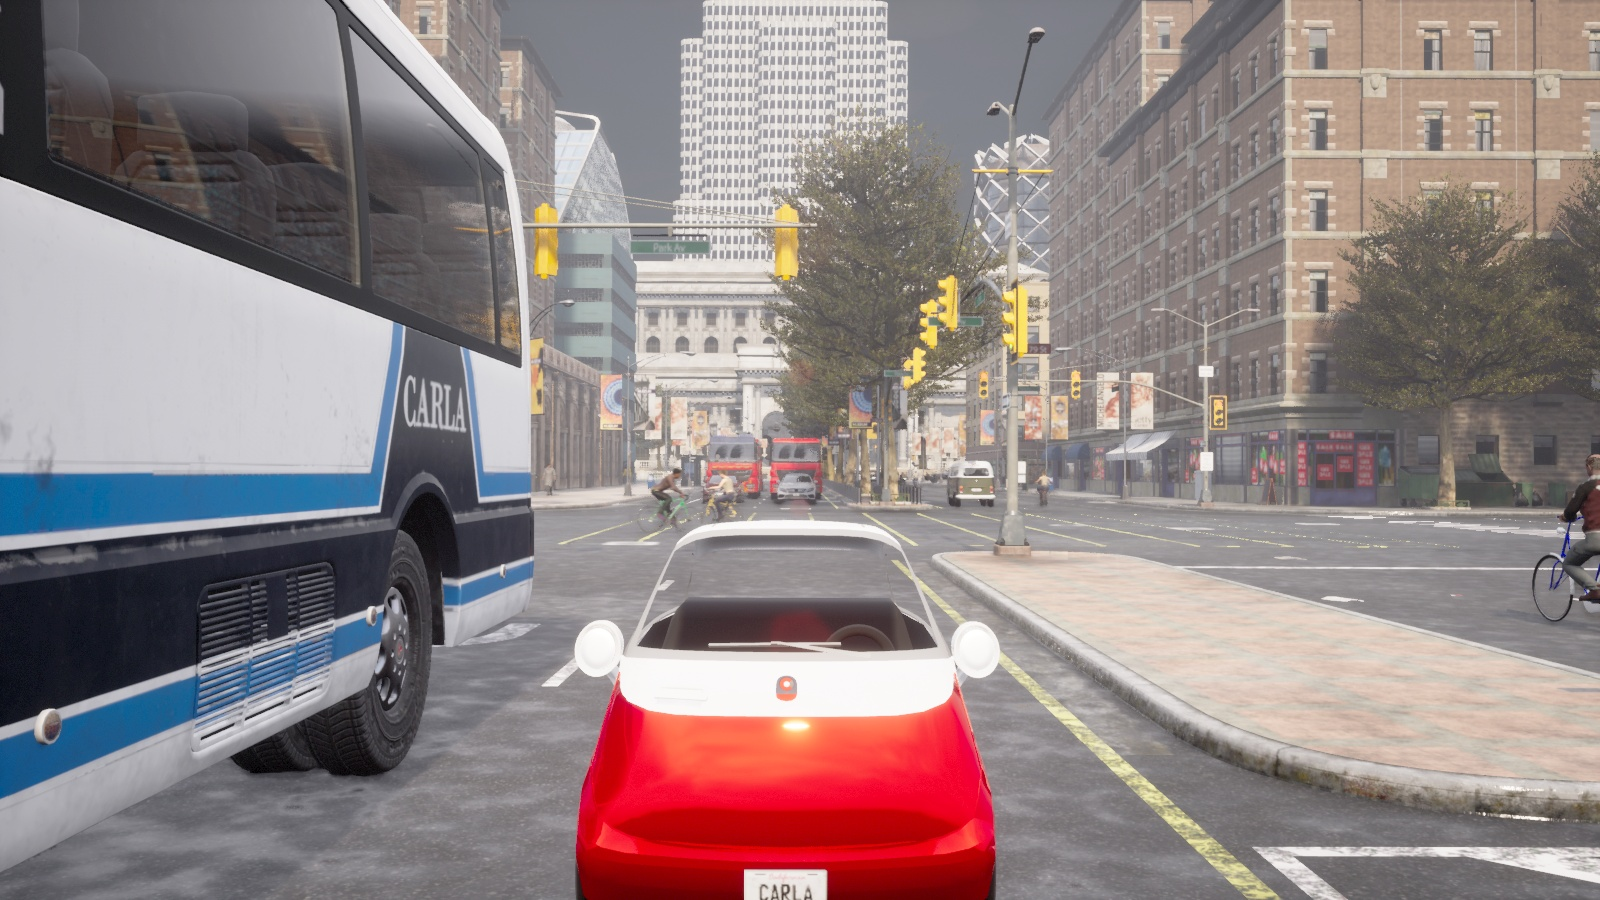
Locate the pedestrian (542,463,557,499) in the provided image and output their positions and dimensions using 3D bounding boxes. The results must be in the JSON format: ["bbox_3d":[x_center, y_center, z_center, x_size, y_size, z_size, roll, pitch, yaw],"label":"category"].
[{"bbox_3d":[-13.723,1.677,68.726,0.659,1.952,0.873,0,-1,0],"label":"pedestrian"}]

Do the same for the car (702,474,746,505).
[{"bbox_3d":[-3.653,1.877,61.008,1.812,1.442,4.674,0,-1,1],"label":"car"}]

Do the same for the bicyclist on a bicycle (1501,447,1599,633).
[{"bbox_3d":[7.942,0.866,12.700,0.659,1.776,1.843,0,-1,0],"label":"bicyclist on a bicycle"}]

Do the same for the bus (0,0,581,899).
[{"bbox_3d":[-3.542,-0.482,3.917,3.944,4.253,10.273,0,-1,0],"label":"bus"}]

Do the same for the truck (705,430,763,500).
[{"bbox_3d":[-3.707,0.879,72.521,2.891,3.827,8.468,0,-1,0],"label":"truck"}]

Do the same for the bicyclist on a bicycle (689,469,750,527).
[{"bbox_3d":[-2.324,1.366,36.168,1.509,1.612,0.866,-1,0,29],"label":"bicyclist on a bicycle"}]

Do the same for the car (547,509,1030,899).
[{"bbox_3d":[-0.039,0.953,4.966,1.481,1.376,2.207,0,-1,0],"label":"car"}]

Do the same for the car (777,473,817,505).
[{"bbox_3d":[-0.118,1.859,60.803,1.812,1.442,4.674,0,-1,1],"label":"car"}]

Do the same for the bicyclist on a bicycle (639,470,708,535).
[{"bbox_3d":[-3.151,1.305,31.342,1.656,1.620,0.582,0,-1,0],"label":"bicyclist on a bicycle"}]

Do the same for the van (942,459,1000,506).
[{"bbox_3d":[7.828,1.476,57.851,2.069,2.038,4.480,0,-1,0],"label":"van"}]

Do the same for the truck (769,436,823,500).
[{"bbox_3d":[-0.204,1.037,71.874,2.891,3.462,7.936,0,-1,0],"label":"truck"}]
